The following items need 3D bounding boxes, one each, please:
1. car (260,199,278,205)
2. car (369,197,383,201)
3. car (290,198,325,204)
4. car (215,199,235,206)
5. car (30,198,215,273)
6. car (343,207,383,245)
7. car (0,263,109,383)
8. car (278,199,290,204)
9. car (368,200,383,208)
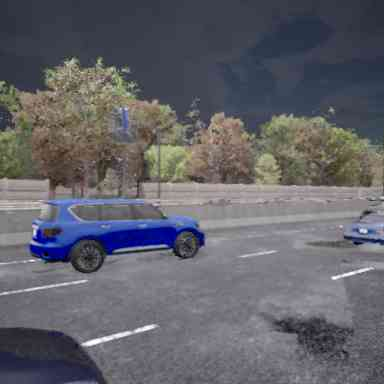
[{"bbox_3d":[10.329,1.564,41.438,4.181,1.385,1.994,0,0,-35],"label":"car"},{"bbox_3d":[36.091,1.645,64.021,4.718,1.301,1.895,0,0,-36],"label":"car"},{"bbox_3d":[12.748,1.599,34.579,4.718,1.301,1.895,0,0,-35],"label":"car"},{"bbox_3d":[3.285,1.559,40.719,4.181,1.385,1.994,0,0,-35],"label":"car"},{"bbox_3d":[-2.173,1.219,10.796,5.566,2.045,2.150,0,0,-36],"label":"car"},{"bbox_3d":[8.598,1.541,14.180,5.357,1.411,2.033,0,0,-35],"label":"car"},{"bbox_3d":[-2.546,1.564,1.930,4.181,1.385,1.994,0,0,-36],"label":"car"},{"bbox_3d":[12.827,1.492,38.921,4.902,1.511,2.128,0,0,-35],"label":"car"},{"bbox_3d":[12.784,1.499,21.467,4.892,1.490,1.837,0,0,-36],"label":"car"}]
